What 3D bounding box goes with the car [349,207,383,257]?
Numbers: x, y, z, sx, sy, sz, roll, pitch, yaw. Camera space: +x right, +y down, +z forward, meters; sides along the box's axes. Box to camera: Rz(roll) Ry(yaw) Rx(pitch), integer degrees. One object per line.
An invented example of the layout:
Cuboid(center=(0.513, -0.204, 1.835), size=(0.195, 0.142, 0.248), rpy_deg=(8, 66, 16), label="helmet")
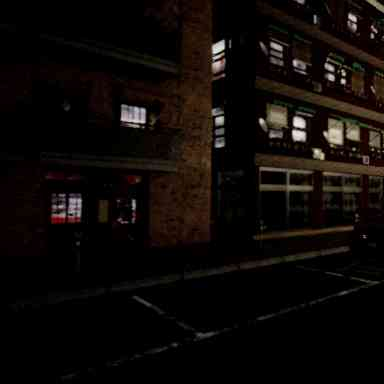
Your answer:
Cuboid(center=(7.826, 1.407, 12.135), size=(5.009, 1.841, 2.192), rpy_deg=(0, 0, -35), label="car")
